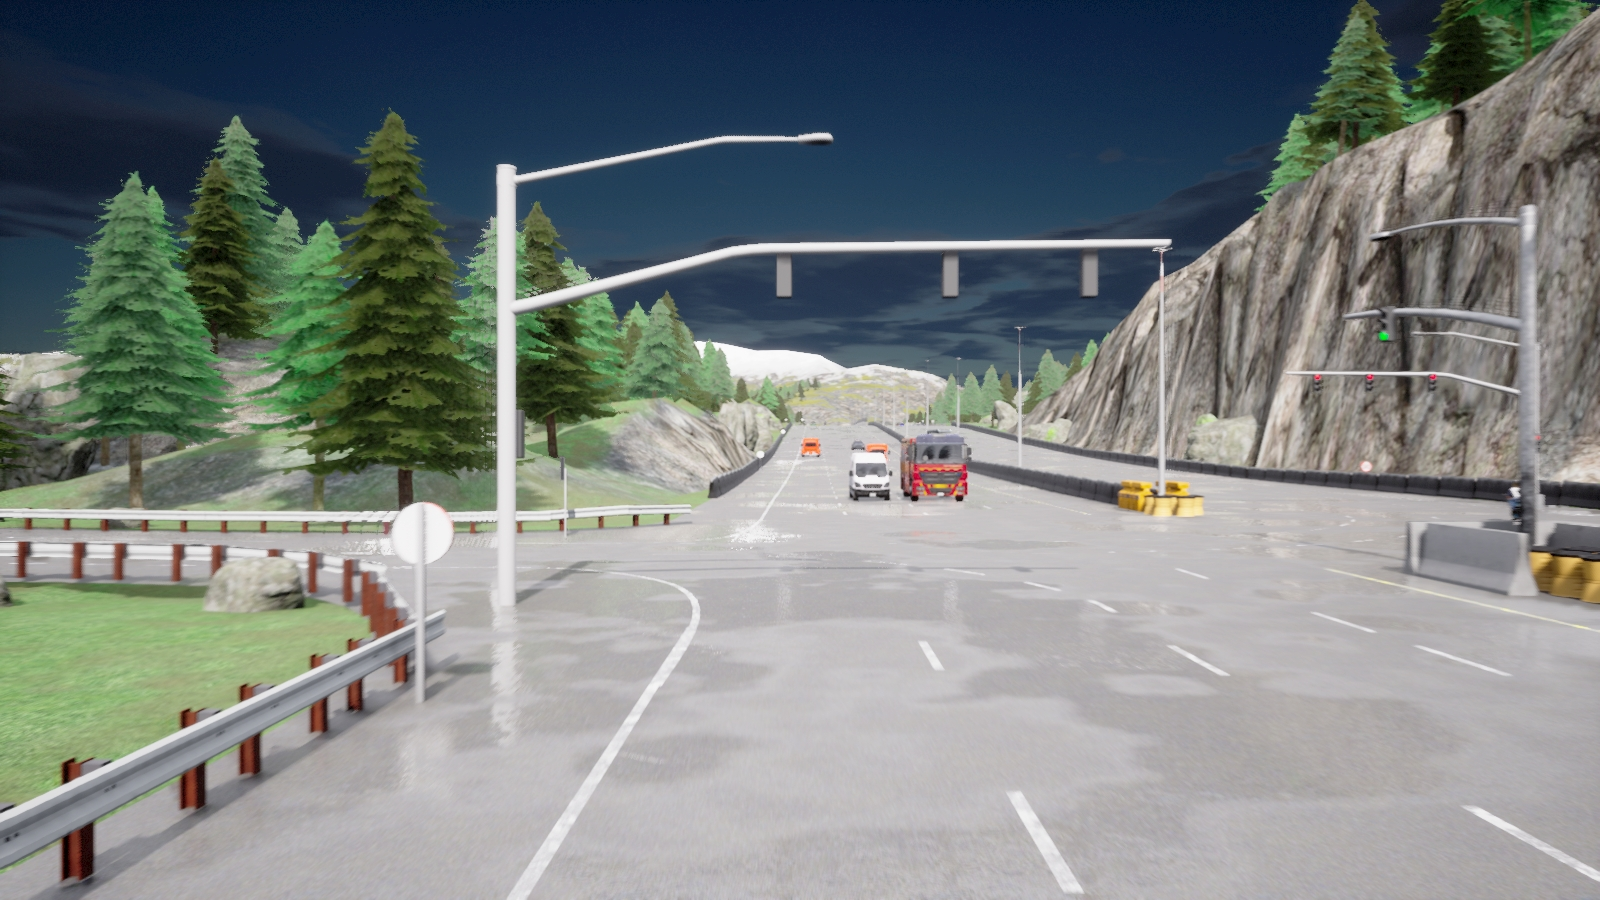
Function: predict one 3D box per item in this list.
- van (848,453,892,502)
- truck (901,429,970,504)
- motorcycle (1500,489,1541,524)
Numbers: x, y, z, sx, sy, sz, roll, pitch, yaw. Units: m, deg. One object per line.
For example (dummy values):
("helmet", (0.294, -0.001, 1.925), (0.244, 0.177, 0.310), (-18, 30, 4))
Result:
("van", (3.804, 1.455, 62.872), (1.988, 2.561, 5.915), (0, 0, 0))
("truck", (7.313, 0.810, 62.750), (2.891, 3.827, 8.468), (0, 0, 1))
("motorcycle", (27.552, 2.144, 43.729), (0.803, 1.217, 2.033), (-4, -1, 20))
